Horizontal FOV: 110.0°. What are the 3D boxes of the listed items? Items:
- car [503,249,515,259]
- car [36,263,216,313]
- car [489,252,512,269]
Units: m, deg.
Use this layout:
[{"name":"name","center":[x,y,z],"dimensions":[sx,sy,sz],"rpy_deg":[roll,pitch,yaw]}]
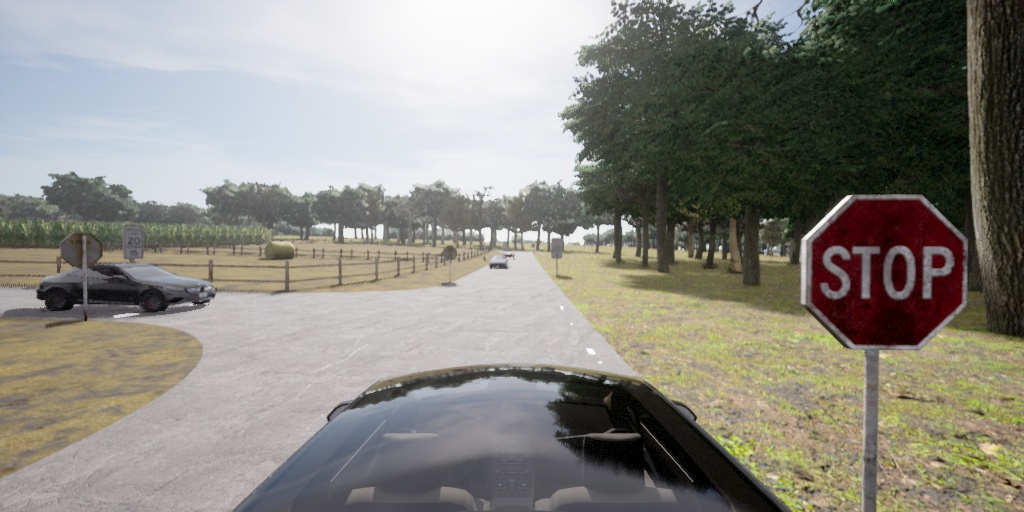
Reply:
[{"name":"car","center":[-0.516,-0.437,61.656],"dimensions":[2.097,1.767,4.553],"rpy_deg":[0,2,2]},{"name":"car","center":[-12.438,0.975,11.696],"dimensions":[4.674,1.442,1.812],"rpy_deg":[1,1,-1]},{"name":"car","center":[-1.365,0.612,38.454],"dimensions":[2.033,1.411,5.357],"rpy_deg":[0,1,2]}]
